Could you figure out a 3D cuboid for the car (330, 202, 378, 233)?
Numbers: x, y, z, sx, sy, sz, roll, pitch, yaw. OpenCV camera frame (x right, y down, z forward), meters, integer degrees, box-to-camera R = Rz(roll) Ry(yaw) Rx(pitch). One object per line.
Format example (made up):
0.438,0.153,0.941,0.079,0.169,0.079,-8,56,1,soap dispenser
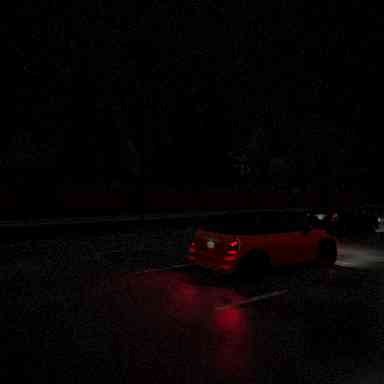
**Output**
8.370,1.352,18.471,4.553,1.767,2.097,0,0,-36,car

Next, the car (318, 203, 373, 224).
11.616,1.563,25.153,4.181,1.385,1.994,0,0,-36,car

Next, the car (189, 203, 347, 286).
2.192,1.352,9.662,4.553,1.767,2.097,0,0,-36,car
